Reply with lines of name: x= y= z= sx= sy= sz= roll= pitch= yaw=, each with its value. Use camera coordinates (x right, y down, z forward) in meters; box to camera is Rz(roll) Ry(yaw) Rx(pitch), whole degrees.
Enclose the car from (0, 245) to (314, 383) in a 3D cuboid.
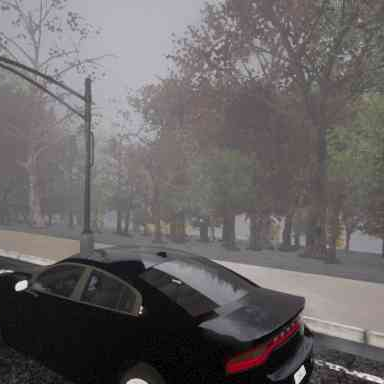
car: x=-1.021 y=1.477 z=4.467 sx=5.008 sy=1.535 sz=1.882 roll=0 pitch=0 yaw=36
